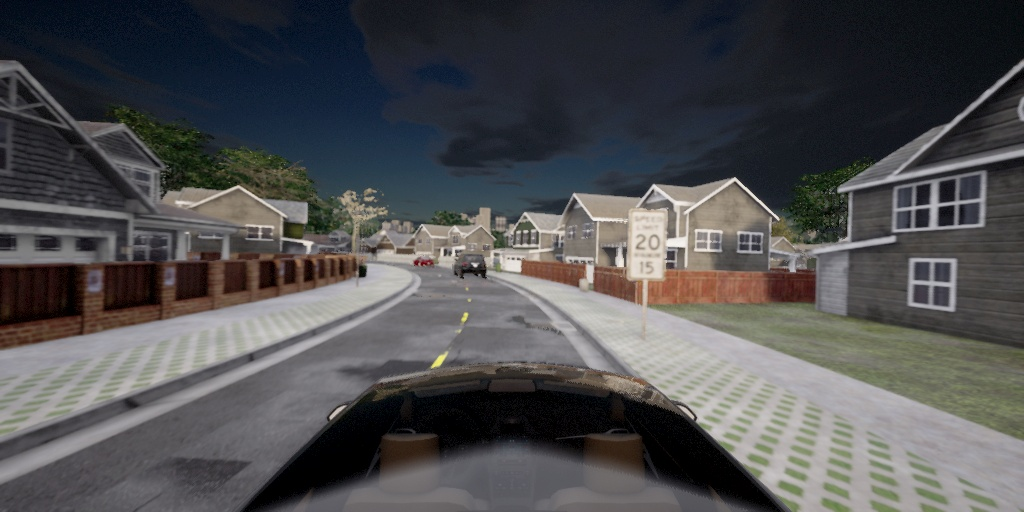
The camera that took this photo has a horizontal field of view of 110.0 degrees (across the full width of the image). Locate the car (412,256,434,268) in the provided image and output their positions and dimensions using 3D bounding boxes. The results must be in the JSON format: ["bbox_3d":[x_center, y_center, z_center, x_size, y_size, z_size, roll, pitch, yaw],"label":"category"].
[{"bbox_3d":[-12.349,0.765,49.744,1.882,1.535,5.008,2,0,-31],"label":"car"}]

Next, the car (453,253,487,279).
[{"bbox_3d":[-3.659,0.814,30.813,2.150,2.045,5.566,2,0,-17],"label":"car"}]
